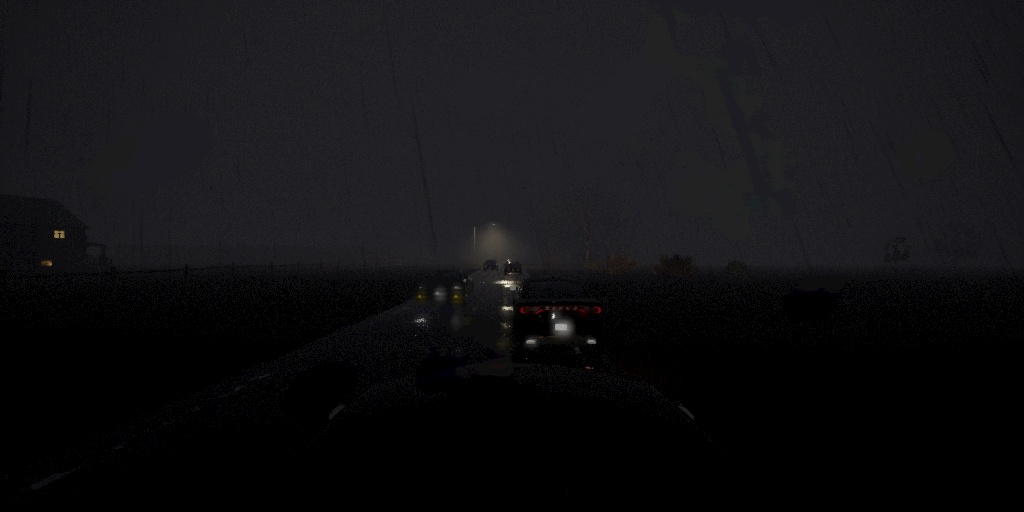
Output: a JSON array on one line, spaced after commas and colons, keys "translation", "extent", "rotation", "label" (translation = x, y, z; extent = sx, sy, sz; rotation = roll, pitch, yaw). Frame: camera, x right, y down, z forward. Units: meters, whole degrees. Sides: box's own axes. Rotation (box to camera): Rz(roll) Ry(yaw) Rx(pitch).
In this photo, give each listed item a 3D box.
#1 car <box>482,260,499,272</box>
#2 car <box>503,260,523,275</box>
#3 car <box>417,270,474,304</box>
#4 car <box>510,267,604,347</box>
[{"translation": [-2.734, 1.245, 46.400], "extent": [1.837, 1.490, 4.892], "rotation": [0, 0, 0], "label": "car"}, {"translation": [0.101, 1.234, 38.691], "extent": [2.128, 1.511, 4.902], "rotation": [0, 0, 0], "label": "car"}, {"translation": [-2.842, 1.311, 16.069], "extent": [1.994, 1.385, 4.181], "rotation": [0, 0, 0], "label": "car"}, {"translation": [0.969, 1.226, 9.330], "extent": [1.882, 1.535, 5.008], "rotation": [0, 0, 0], "label": "car"}]
